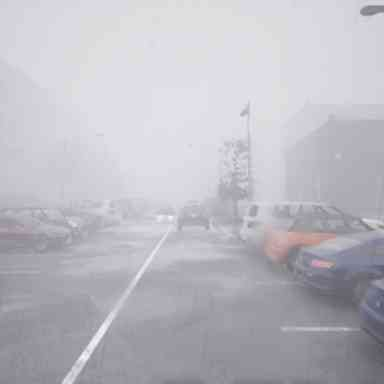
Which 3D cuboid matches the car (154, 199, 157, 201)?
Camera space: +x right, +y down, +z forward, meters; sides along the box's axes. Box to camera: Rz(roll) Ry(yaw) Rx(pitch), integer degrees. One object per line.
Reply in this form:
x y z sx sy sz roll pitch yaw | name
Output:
-7.647 2.002 44.925 4.892 1.521 2.231 0 -1 0 | car

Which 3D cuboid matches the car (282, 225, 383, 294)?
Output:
4.679 1.607 7.394 4.674 1.452 2.002 0 -1 0 | car

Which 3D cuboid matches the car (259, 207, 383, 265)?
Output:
4.651 1.475 10.334 4.553 1.767 2.185 0 -1 0 | car

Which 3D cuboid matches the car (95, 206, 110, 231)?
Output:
-7.675 1.740 19.784 4.792 1.488 2.163 0 -1 0 | car

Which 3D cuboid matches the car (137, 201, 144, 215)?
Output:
-7.641 1.911 33.751 4.674 1.452 2.002 0 -1 0 | car

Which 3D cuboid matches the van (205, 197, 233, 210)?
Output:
4.807 1.875 53.585 4.442 1.987 1.878 0 -1 0 | van

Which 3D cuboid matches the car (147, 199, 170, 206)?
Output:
-7.635 2.358 75.594 5.008 1.535 2.097 0 -1 0 | car

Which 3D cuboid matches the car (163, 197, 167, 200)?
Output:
-7.824 2.191 61.686 5.366 1.575 1.946 0 -1 0 | car

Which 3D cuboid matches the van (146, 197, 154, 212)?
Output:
-7.525 1.742 42.134 4.442 1.987 1.878 0 -1 0 | van

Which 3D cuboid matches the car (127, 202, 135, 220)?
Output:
-7.672 1.836 28.162 4.792 1.488 2.163 0 -1 0 | car

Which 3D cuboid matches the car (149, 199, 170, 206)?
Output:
-7.665 2.441 78.425 4.792 1.488 2.163 0 -1 0 | car

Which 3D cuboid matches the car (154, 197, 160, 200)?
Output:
-7.608 1.939 50.512 4.553 1.767 2.185 0 -1 0 | car

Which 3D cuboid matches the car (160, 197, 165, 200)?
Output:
-7.825 2.127 56.099 5.366 1.575 1.946 0 -1 0 | car

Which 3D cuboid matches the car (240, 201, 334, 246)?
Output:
4.712 1.382 13.148 5.566 2.045 2.435 0 -1 0 | car

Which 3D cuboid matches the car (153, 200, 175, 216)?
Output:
-3.084 2.017 39.113 1.994 1.385 4.181 0 -1 0 | car

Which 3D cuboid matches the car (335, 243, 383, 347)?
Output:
4.679 1.572 4.331 4.674 1.452 2.002 0 -1 0 | car

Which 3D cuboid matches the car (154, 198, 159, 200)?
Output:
-7.635 2.034 47.719 4.892 1.521 2.231 0 -1 0 | car

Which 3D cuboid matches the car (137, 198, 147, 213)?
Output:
-7.673 1.778 36.545 4.553 1.767 2.185 0 -1 0 | car

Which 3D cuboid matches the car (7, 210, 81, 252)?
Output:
-7.616 1.675 14.195 4.792 1.488 2.163 0 -1 0 | car

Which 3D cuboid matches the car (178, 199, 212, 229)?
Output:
0.104 1.633 24.019 2.097 1.767 4.553 0 0 0 | car

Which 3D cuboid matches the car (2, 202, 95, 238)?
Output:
-7.678 1.552 16.993 4.553 1.767 2.185 0 -1 0 | car

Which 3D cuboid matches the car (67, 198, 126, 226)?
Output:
-7.673 1.491 22.579 5.566 2.045 2.435 0 -1 0 | car

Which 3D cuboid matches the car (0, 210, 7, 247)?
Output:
-7.679 1.454 8.487 4.553 1.767 2.185 0 -1 0 | car

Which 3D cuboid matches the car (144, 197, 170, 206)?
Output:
-7.608 2.072 72.863 5.566 2.045 2.435 0 -1 0 | car

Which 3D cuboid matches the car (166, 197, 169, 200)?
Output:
-7.608 2.320 70.066 4.792 1.488 2.163 0 -1 0 | car

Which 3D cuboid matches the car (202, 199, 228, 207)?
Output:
4.879 2.290 70.203 5.366 1.575 1.946 0 -1 0 | car

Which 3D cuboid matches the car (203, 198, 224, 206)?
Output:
4.663 2.201 73.123 4.553 1.767 2.185 0 -1 0 | car

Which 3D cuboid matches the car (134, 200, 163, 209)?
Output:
-7.667 2.191 58.891 4.792 1.488 2.163 0 -1 0 | car

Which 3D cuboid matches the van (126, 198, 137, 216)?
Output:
-7.760 1.613 30.961 4.442 1.987 1.878 0 -1 0 | van

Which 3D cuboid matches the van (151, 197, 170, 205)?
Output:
-7.752 2.261 81.217 4.442 1.987 1.878 0 -1 0 | van

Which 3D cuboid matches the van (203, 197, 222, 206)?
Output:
4.812 2.193 78.690 4.442 1.987 1.878 0 -1 0 | van
